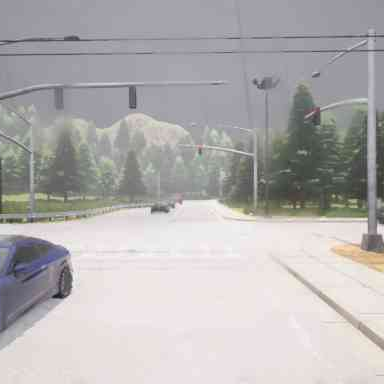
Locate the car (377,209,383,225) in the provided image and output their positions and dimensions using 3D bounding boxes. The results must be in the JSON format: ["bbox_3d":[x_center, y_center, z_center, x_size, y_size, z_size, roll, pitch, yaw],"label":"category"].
[{"bbox_3d":[14.611,1.362,22.105,4.553,1.767,2.097,0,0,1],"label":"car"}]

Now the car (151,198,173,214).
[{"bbox_3d":[-3.548,1.718,37.646,1.895,1.301,4.718,0,0,0],"label":"car"}]

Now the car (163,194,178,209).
[{"bbox_3d":[-3.511,1.494,47.594,2.097,1.767,4.553,0,0,0],"label":"car"}]

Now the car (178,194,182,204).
[{"bbox_3d":[-3.121,1.403,66.458,2.150,2.045,5.566,0,0,2],"label":"car"}]

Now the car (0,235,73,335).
[{"bbox_3d":[-3.609,1.556,5.873,1.812,1.442,4.674,0,0,0],"label":"car"}]
